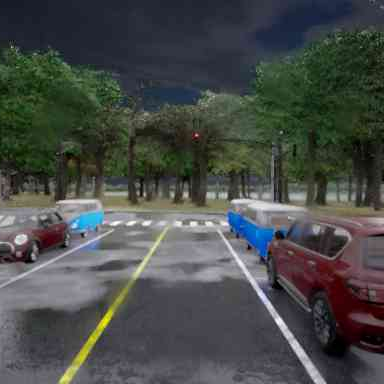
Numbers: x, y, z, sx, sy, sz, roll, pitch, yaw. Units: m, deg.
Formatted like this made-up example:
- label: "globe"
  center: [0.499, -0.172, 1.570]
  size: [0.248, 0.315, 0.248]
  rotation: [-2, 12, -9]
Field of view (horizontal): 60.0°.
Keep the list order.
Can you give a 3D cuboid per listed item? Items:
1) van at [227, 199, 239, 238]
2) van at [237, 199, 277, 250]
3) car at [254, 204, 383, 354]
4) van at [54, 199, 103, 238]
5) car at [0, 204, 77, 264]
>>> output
- label: "van"
  center: [2.767, 1.282, 16.920]
  size: [1.690, 1.788, 3.998]
  rotation: [0, 0, 0]
- label: "van"
  center: [2.765, 1.301, 11.482]
  size: [1.690, 1.788, 3.998]
  rotation: [0, 0, 0]
- label: "car"
  center: [2.763, 1.293, 6.045]
  size: [2.192, 1.841, 5.009]
  rotation: [0, 0, 0]
- label: "van"
  center: [-5.758, 1.282, 16.923]
  size: [1.690, 1.788, 3.998]
  rotation: [0, 0, 0]
- label: "car"
  center: [-5.760, 1.400, 11.485]
  size: [1.967, 1.590, 4.097]
  rotation: [0, 0, 0]
